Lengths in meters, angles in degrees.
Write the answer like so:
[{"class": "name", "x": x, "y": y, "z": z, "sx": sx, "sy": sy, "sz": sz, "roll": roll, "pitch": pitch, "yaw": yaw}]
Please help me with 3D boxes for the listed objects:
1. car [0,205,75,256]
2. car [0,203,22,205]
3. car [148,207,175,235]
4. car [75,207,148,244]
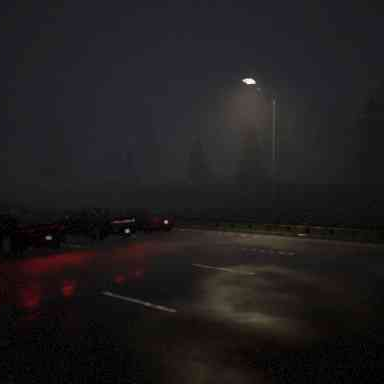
[{"class": "car", "x": -7.107, "y": 1.477, "z": 13.300, "sx": 5.008, "sy": 1.535, "sz": 1.882, "roll": 0, "pitch": 0, "yaw": 36}, {"class": "car", "x": -15.159, "y": 1.563, "z": 27.640, "sx": 4.181, "sy": 1.385, "sz": 1.994, "roll": 0, "pitch": 0, "yaw": 36}, {"class": "car", "x": -3.008, "y": 1.564, "z": 18.973, "sx": 4.181, "sy": 1.385, "sz": 1.994, "roll": 0, "pitch": 0, "yaw": 36}, {"class": "car", "x": -4.778, "y": 1.491, "z": 15.935, "sx": 4.902, "sy": 1.511, "sz": 2.128, "roll": 0, "pitch": 0, "yaw": 36}]
